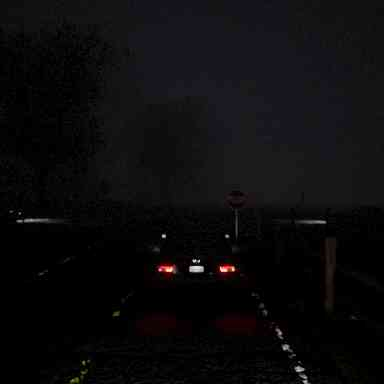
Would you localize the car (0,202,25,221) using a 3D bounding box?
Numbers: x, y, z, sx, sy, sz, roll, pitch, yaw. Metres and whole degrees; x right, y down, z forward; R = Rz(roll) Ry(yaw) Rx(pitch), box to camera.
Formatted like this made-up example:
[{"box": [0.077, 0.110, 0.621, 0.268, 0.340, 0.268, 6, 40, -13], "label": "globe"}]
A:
[{"box": [-14.687, 1.362, 24.608, 4.181, 1.385, 1.994, 1, 0, 2], "label": "car"}]

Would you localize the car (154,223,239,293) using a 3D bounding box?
[{"box": [0.096, 1.547, 8.984, 2.033, 1.411, 5.357, 0, 0, 0], "label": "car"}]

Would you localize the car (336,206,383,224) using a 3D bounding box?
[{"box": [13.761, 1.784, 26.414, 4.181, 1.385, 1.994, 1, 0, 2], "label": "car"}]
